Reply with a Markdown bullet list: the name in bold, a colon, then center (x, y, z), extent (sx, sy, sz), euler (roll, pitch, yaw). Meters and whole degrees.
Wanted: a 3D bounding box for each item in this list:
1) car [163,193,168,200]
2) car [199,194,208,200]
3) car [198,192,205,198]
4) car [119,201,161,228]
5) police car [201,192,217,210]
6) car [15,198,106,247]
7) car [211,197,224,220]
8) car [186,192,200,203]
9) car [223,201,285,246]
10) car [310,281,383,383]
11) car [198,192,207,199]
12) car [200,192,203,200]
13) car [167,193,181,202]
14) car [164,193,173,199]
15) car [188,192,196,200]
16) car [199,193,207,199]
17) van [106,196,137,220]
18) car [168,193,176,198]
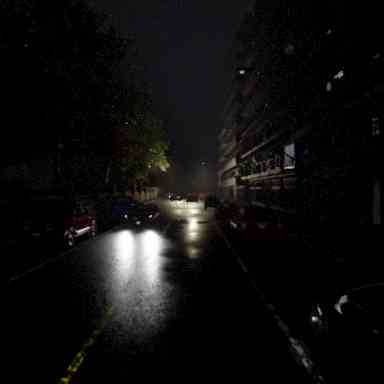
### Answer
- **car**: center (-5.681, 1.004, 76.601), extent (1.967, 1.590, 4.097), euler (0, 0, 0)
- **car**: center (2.700, 1.109, 76.600), extent (1.887, 1.381, 4.507), euler (0, 0, 0)
- **car**: center (2.702, 0.925, 93.490), extent (1.967, 1.590, 4.097), euler (0, 0, 0)
- **car**: center (-3.097, 1.464, 21.362), extent (1.895, 1.301, 4.718), euler (0, 0, 0)
- **police car**: center (2.372, 1.182, 39.688), extent (1.930, 1.638, 5.238), euler (0, 0, 0)
- **car**: center (-5.688, 1.219, 14.666), extent (2.192, 1.841, 5.009), euler (0, 0, 0)
- **car**: center (2.694, 1.360, 26.097), extent (1.752, 1.417, 4.829), euler (0, 0, 0)
- **car**: center (0.009, 1.134, 58.144), extent (1.882, 1.535, 5.008), euler (0, 0, 0)
- **car**: center (2.692, 1.344, 14.666), extent (1.967, 1.590, 4.097), euler (0, 0, 0)
- **car**: center (2.690, 1.542, 3.408), extent (1.947, 1.339, 4.313), euler (0, 0, 0)
- **car**: center (2.701, 0.827, 87.858), extent (2.192, 1.841, 5.009), euler (0, 0, 0)
- **car**: center (2.700, 1.136, 70.970), extent (1.887, 1.381, 4.507), euler (0, 0, 0)
- **car**: center (-3.011, 1.177, 63.254), extent (2.033, 1.411, 5.357), euler (0, 0, 1)
- **car**: center (-5.680, 0.978, 82.229), extent (1.967, 1.590, 4.097), euler (0, 0, 0)
- **car**: center (0.011, 0.892, 75.889), extent (1.882, 1.535, 5.008), euler (0, 0, 0)
- **car**: center (2.701, 0.978, 82.229), extent (1.967, 1.590, 4.097), euler (0, 0, 0)
- **van**: center (-5.687, 1.177, 25.926), extent (1.690, 1.788, 3.998), euler (0, 0, 0)
- **car**: center (-5.678, 1.036, 93.491), extent (2.008, 1.369, 4.403), euler (0, 0, 0)
